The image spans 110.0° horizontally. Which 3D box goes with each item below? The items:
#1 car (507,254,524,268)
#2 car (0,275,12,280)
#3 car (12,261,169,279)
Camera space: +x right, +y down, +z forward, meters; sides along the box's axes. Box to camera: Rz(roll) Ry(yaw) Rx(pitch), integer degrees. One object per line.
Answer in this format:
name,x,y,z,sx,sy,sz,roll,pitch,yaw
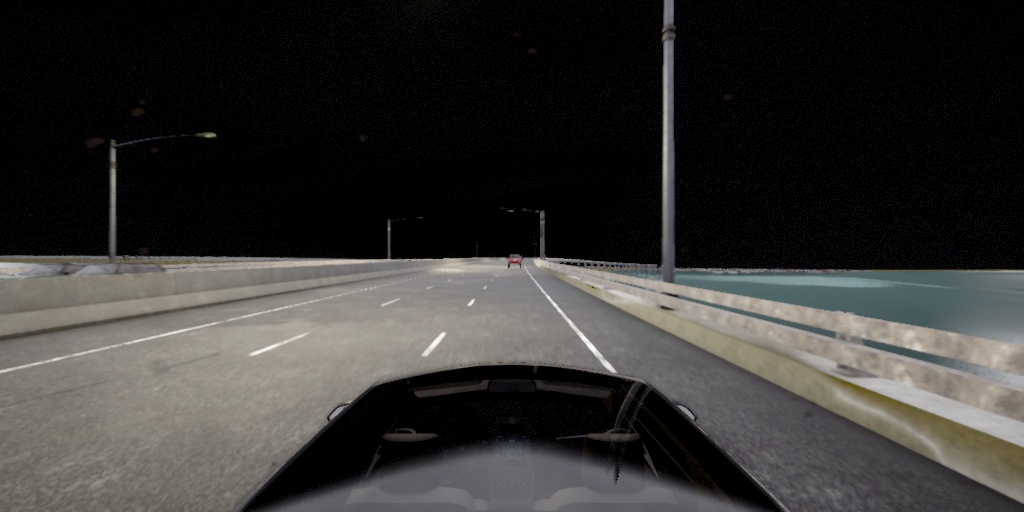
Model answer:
car,0.432,0.716,55.649,2.150,2.045,5.566,0,0,1
car,-20.996,1.075,16.612,2.097,1.767,4.553,0,0,0
car,-17.507,1.080,15.663,2.097,1.767,4.553,0,0,0
